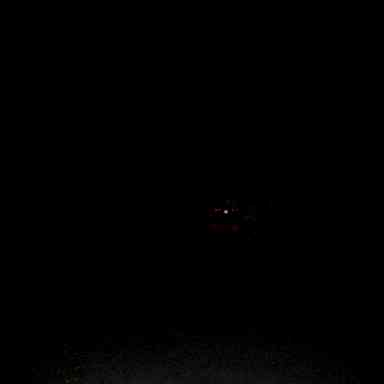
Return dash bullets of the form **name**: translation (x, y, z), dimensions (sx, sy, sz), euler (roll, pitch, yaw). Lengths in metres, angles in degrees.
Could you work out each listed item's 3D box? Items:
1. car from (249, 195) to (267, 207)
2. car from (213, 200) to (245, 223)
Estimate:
- **car**: translation (9.082, 1.130, 45.496), dimensions (1.882, 1.535, 5.008), euler (1, 1, 21)
- **car**: translation (2.786, 1.337, 24.455), dimensions (2.163, 1.488, 4.792), euler (1, 1, 13)
